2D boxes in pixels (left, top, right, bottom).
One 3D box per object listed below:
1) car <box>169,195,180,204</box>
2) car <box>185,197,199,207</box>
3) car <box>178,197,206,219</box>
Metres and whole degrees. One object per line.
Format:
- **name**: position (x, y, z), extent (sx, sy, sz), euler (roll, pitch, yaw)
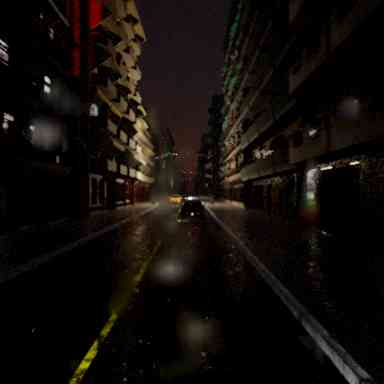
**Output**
- **car**: position (-2.848, 1.251, 57.783), extent (1.882, 1.535, 5.008), euler (0, 0, 0)
- **car**: position (-0.039, 1.402, 48.004), extent (1.895, 1.301, 4.718), euler (0, 0, 0)
- **car**: position (0.043, 1.380, 27.315), extent (1.837, 1.490, 4.892), euler (0, 1, 0)
